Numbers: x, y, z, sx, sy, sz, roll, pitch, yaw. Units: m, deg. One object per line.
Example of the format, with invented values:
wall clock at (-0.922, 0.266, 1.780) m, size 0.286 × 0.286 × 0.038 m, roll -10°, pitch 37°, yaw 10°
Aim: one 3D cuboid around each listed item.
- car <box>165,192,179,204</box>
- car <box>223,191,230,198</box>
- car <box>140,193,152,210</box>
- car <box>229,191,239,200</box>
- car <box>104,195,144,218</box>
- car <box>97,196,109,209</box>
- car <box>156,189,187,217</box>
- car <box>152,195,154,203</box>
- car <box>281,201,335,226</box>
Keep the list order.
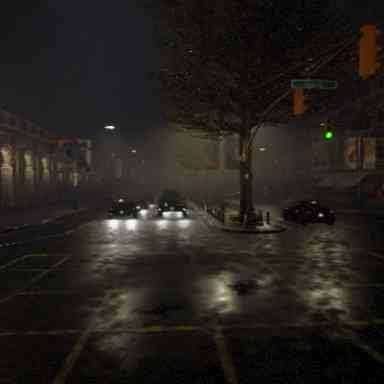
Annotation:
car at (-2.855, 0.796, 47.077) m, size 1.837 × 1.490 × 4.892 m, roll 0°, pitch 1°, yaw -4°
car at (7.430, 0.491, 66.290) m, size 1.812 × 1.442 × 4.674 m, roll 0°, pitch 1°, yaw -4°
car at (-5.574, 1.055, 34.457) m, size 1.994 × 1.385 × 4.181 m, roll 0°, pitch 1°, yaw -3°
car at (8.074, 0.678, 56.314) m, size 1.994 × 1.385 × 4.181 m, roll 0°, pitch 1°, yaw -4°
car at (-5.032, 1.194, 25.179) m, size 1.994 × 1.385 × 4.181 m, roll 0°, pitch 1°, yaw -3°
car at (-8.898, 1.075, 35.910) m, size 1.895 × 1.301 × 4.718 m, roll 0°, pitch 1°, yaw -4°
car at (-1.648, 0.811, 27.109) m, size 2.150 × 2.045 × 5.566 m, roll 0°, pitch 1°, yaw -4°
car at (-6.219, 0.814, 44.853) m, size 1.882 × 1.535 × 5.008 m, roll 0°, pitch 1°, yaw -4°
car at (6.983, 1.227, 20.387) m, size 1.994 × 1.385 × 4.181 m, roll 0°, pitch 1°, yaw -4°
